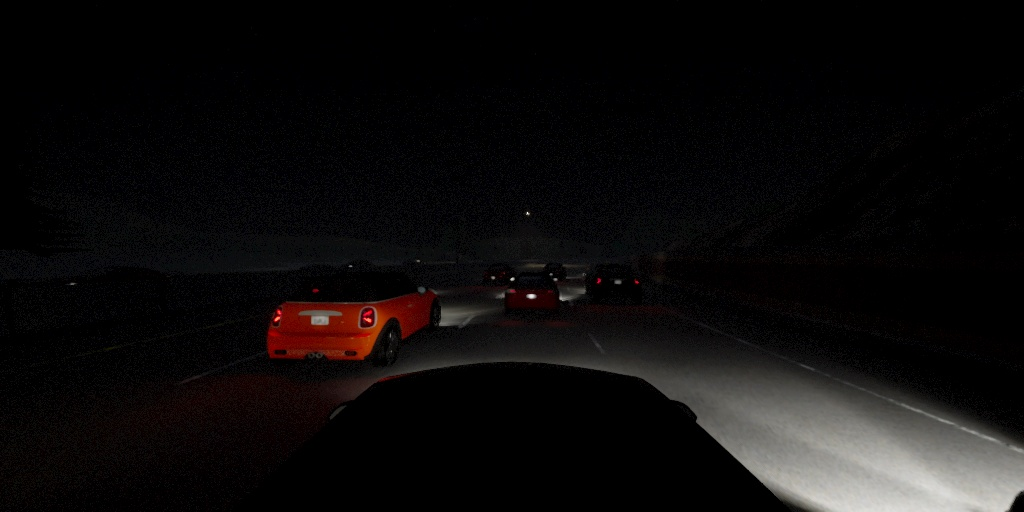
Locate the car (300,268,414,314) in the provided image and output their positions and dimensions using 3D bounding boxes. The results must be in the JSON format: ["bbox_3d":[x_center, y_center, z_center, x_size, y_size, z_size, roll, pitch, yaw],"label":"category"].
[{"bbox_3d":[-6.132,1.297,15.129,2.033,1.411,5.357,0,0,6],"label":"car"}]

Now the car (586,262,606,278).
[{"bbox_3d":[8.393,1.344,35.660,1.812,1.442,4.674,0,0,15],"label":"car"}]

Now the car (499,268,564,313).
[{"bbox_3d":[0.851,1.332,14.115,1.994,1.385,4.181,0,0,6],"label":"car"}]

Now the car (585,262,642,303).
[{"bbox_3d":[4.736,1.136,17.247,2.097,1.767,4.553,0,0,7],"label":"car"}]

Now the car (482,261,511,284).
[{"bbox_3d":[-0.850,1.305,26.754,1.812,1.442,4.674,0,0,11],"label":"car"}]

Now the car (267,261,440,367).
[{"bbox_3d":[-3.112,1.101,8.124,2.097,1.767,4.553,0,0,3],"label":"car"}]

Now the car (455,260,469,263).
[{"bbox_3d":[-9.157,1.404,63.953,1.895,1.301,4.718,0,0,16],"label":"car"}]

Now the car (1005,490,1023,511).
[{"bbox_3d":[3.682,1.323,0.157,1.994,1.385,4.181,0,0,0],"label":"car"}]

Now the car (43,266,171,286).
[{"bbox_3d":[-20.040,1.237,18.025,1.812,1.442,4.674,0,0,7],"label":"car"}]

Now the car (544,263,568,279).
[{"bbox_3d":[3.693,1.325,31.315,1.812,1.442,4.674,0,0,13],"label":"car"}]

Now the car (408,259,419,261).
[{"bbox_3d":[-15.446,1.264,54.951,2.128,1.511,4.902,0,0,16],"label":"car"}]
